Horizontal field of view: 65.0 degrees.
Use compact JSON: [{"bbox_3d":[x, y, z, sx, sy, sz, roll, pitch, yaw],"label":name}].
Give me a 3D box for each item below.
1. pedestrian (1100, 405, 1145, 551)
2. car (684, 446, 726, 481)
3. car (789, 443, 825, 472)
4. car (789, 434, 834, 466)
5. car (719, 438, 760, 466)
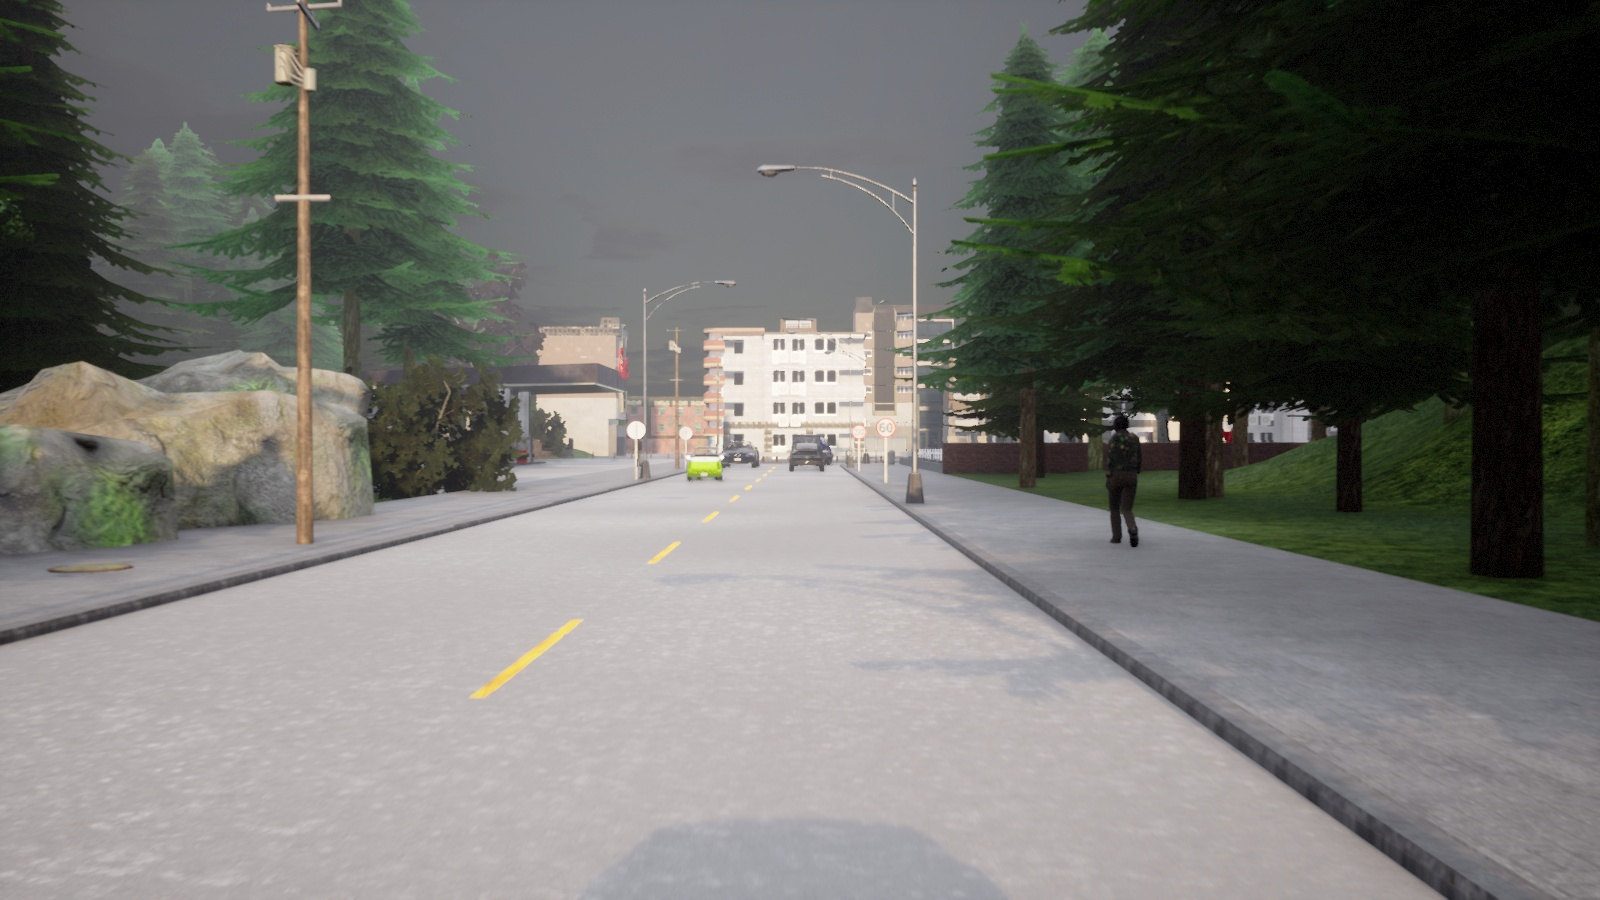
[{"bbox_3d":[4.341,0.364,16.943,0.395,1.930,0.692,0,0,-4],"label":"pedestrian"},{"bbox_3d":[-3.718,0.519,49.509,1.481,1.376,2.207,0,0,0],"label":"car"},{"bbox_3d":[0.360,0.372,67.432,1.837,1.490,4.892,0,0,0],"label":"car"},{"bbox_3d":[0.806,0.002,82.492,2.150,2.045,5.566,0,0,9],"label":"car"},{"bbox_3d":[-3.637,0.091,76.440,2.152,1.651,5.027,0,0,1],"label":"car"}]
